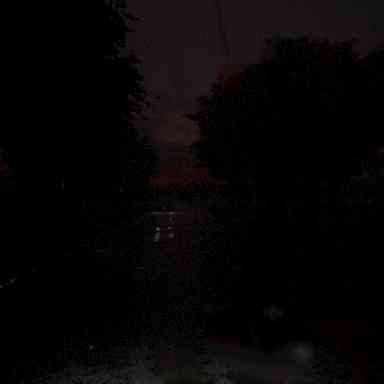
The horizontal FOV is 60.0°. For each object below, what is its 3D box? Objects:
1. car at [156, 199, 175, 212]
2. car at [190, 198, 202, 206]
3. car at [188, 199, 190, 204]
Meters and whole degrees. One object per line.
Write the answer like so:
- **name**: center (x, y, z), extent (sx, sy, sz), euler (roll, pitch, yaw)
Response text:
- **car**: center (-3.096, 1.592, 39.170), extent (1.837, 1.490, 4.892), euler (0, -1, 0)
- **car**: center (1.044, 2.013, 67.640), extent (1.801, 1.575, 5.366), euler (0, -1, 0)
- **car**: center (-0.007, 2.335, 85.993), extent (1.994, 1.385, 4.181), euler (0, -1, 0)
